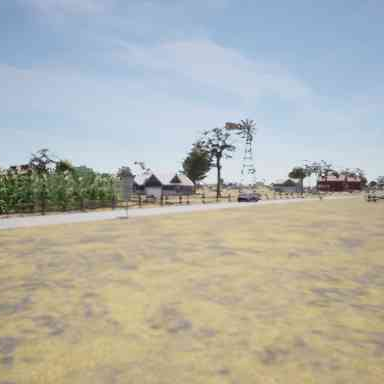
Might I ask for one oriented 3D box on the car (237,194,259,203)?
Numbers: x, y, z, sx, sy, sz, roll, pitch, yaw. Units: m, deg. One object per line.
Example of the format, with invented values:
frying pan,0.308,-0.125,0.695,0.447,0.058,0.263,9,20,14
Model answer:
car,9.020,1.028,53.386,1.895,1.301,4.718,0,0,36
